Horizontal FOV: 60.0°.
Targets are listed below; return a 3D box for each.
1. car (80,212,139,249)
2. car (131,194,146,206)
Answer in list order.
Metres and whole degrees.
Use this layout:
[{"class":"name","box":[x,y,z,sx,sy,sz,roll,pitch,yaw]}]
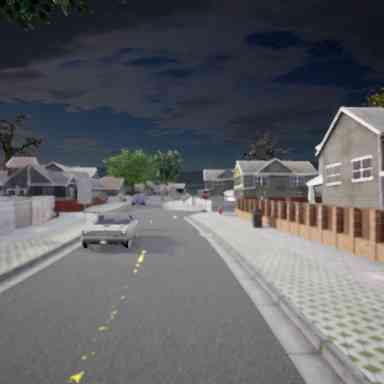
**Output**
[{"class":"car","box":[-3.497,1.607,14.781,1.895,1.301,4.718,0,0,-4]},{"class":"car","box":[-9.225,1.350,57.763,2.150,2.045,5.566,0,2,-5]}]
